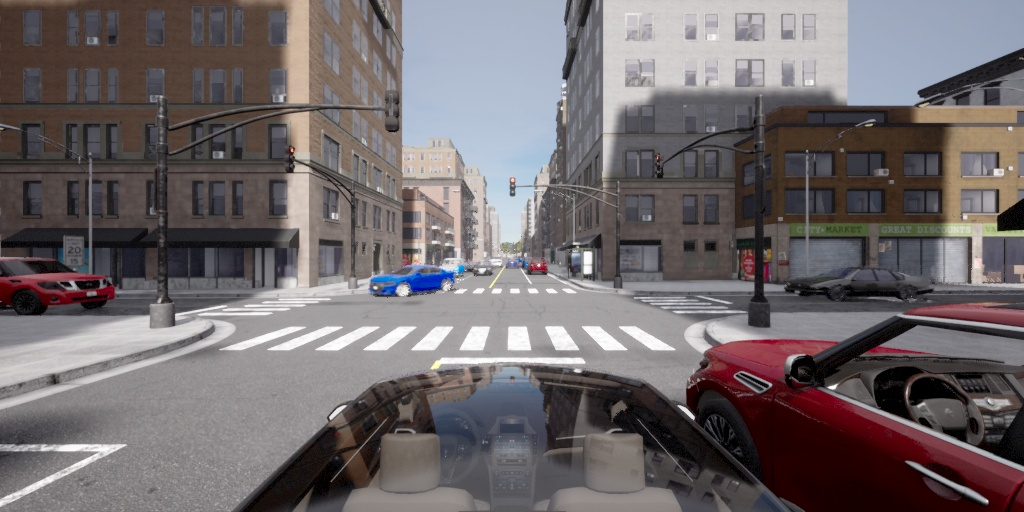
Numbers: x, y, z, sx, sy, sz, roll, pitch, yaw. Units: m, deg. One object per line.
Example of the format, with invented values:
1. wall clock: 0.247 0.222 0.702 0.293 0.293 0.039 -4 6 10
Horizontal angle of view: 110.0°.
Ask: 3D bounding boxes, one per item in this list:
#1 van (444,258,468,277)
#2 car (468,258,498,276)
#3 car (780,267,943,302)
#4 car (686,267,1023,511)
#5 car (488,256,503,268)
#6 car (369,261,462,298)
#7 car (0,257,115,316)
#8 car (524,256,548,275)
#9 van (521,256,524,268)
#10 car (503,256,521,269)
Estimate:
1. van: -5.408 1.087 33.253 1.690 1.789 3.998 0 0 0
2. car: -2.851 1.237 36.636 2.128 1.511 4.902 0 0 0
3. car: 15.536 1.222 16.167 5.357 1.411 2.033 0 0 0
4. car: 2.637 1.065 1.289 2.192 1.841 5.009 0 0 0
5. car: -2.762 0.968 61.270 2.150 2.045 5.566 0 0 0
6. car: -5.140 1.231 19.077 1.882 1.535 5.008 1 0 32
7. car: -18.198 1.043 13.163 5.566 2.045 2.150 0 0 0
8. car: 2.704 1.060 38.660 2.192 1.841 5.009 0 0 0
9. van: 2.689 1.084 54.879 1.690 1.789 3.998 0 0 0
10. car: 0.048 1.094 57.998 2.097 1.767 4.553 0 0 1
